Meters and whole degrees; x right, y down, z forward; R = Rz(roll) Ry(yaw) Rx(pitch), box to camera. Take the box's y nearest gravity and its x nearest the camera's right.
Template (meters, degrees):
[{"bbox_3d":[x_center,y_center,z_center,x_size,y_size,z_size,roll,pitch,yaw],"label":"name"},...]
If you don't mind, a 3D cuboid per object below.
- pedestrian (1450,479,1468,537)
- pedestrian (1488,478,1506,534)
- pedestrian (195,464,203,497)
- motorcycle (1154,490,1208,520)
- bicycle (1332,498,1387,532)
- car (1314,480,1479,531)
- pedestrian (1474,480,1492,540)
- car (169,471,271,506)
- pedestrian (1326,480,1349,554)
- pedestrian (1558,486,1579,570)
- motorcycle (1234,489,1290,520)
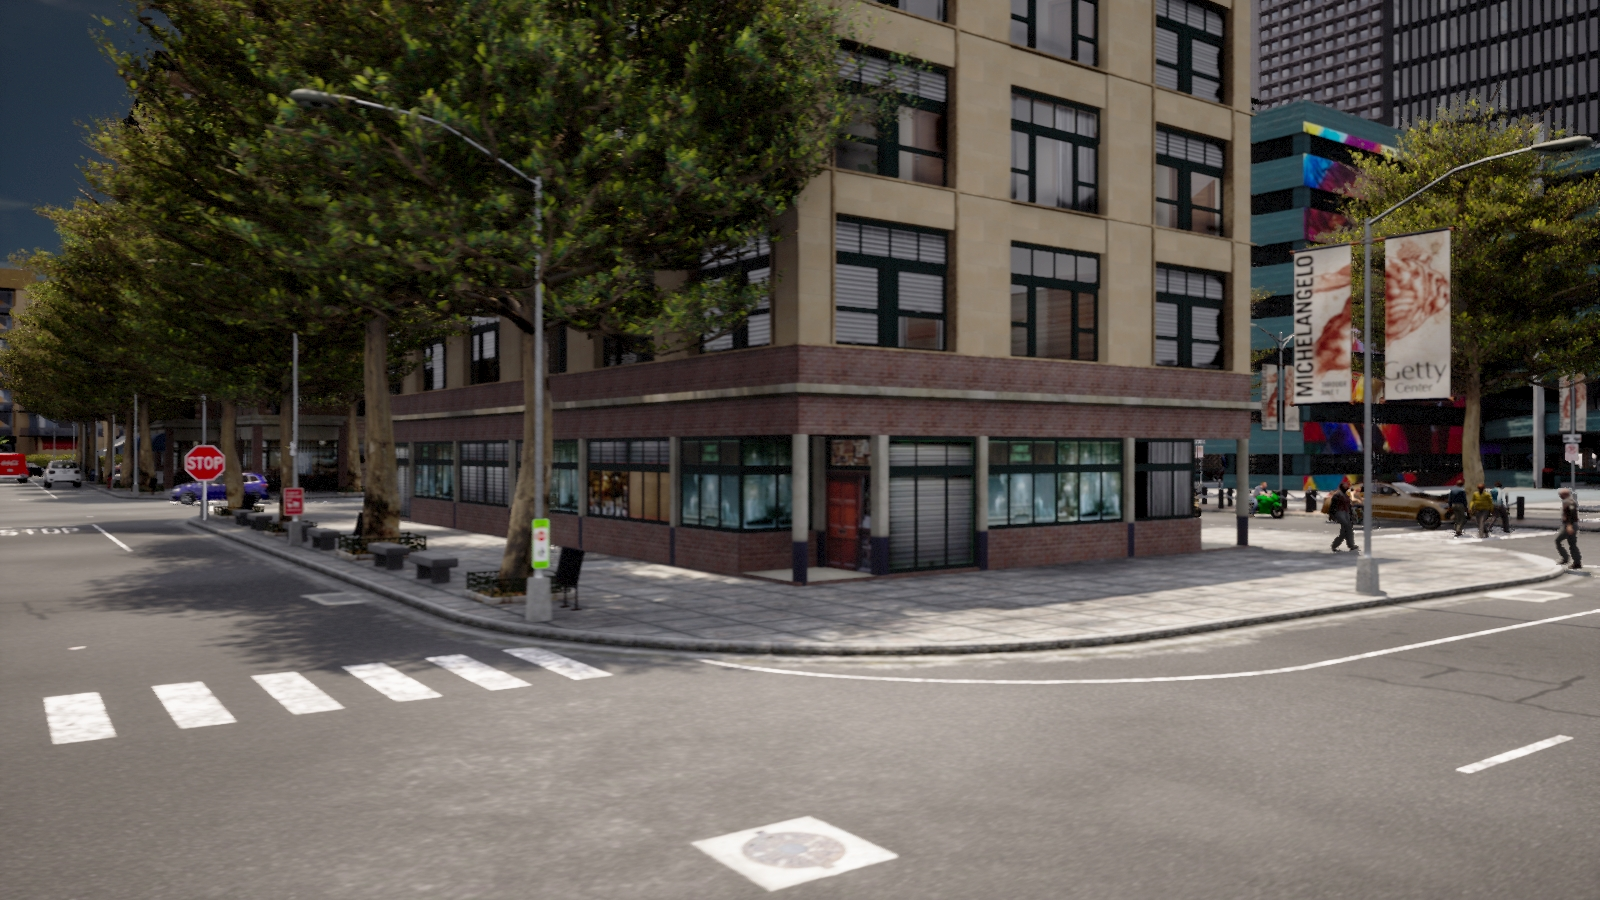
[{"bbox_3d":[21.366,1.871,37.060,0.375,1.860,0.375,0,0,-29],"label":"pedestrian"},{"bbox_3d":[23.337,1.872,38.265,0.375,1.860,0.375,0,0,-12],"label":"pedestrian"},{"bbox_3d":[-33.896,1.702,64.448,0.375,1.860,0.375,0,0,-36],"label":"pedestrian"},{"bbox_3d":[15.529,2.236,46.590,0.803,1.145,2.033,0,0,-33],"label":"motorcycle"},{"bbox_3d":[19.691,2.279,40.217,0.859,1.080,1.487,0,0,-33],"label":"bicycle"},{"bbox_3d":[22.233,2.017,42.787,2.152,1.651,5.027,0,0,-36],"label":"car"},{"bbox_3d":[21.480,1.871,35.943,0.375,1.860,0.375,0,0,-40],"label":"pedestrian"},{"bbox_3d":[-29.924,1.974,59.026,4.611,1.667,2.242,0,0,-27],"label":"car"},{"bbox_3d":[13.773,1.713,29.273,0.375,1.860,0.375,0,0,-22],"label":"pedestrian"},{"bbox_3d":[17.349,1.762,25.793,0.375,1.860,0.375,0,0,30],"label":"pedestrian"},{"bbox_3d":[19.079,2.238,47.242,0.803,1.145,2.033,0,0,-35],"label":"motorcycle"}]
